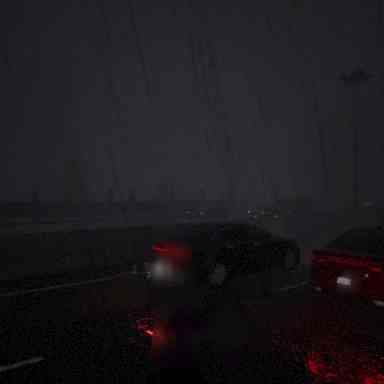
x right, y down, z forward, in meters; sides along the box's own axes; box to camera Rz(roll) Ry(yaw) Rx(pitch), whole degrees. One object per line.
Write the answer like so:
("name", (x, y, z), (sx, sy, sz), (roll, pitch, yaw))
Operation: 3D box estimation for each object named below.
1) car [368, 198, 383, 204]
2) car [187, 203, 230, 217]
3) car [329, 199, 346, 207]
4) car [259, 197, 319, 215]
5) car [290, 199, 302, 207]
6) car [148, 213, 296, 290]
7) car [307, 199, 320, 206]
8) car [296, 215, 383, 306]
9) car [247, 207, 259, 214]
("car", (43.795, 2.077, 79.253), (1.994, 1.385, 4.181), (0, -1, 3))
("car", (1.579, 1.734, 29.501), (1.812, 1.442, 4.674), (0, -1, 41))
("car", (26.870, 2.154, 62.250), (1.895, 1.301, 4.718), (0, -1, 16))
("car", (7.706, 1.413, 25.847), (2.150, 2.045, 5.566), (0, -1, 40))
("car", (20.584, 2.137, 65.879), (1.812, 1.442, 4.674), (0, -1, 13))
("car", (1.108, 1.559, 9.331), (4.892, 1.490, 1.837), (0, 0, -39))
("car", (24.360, 2.147, 66.817), (1.895, 1.301, 4.718), (0, -1, 13))
("car", (4.726, 1.529, 7.825), (5.008, 1.535, 1.882), (0, 0, -40))
("car", (6.900, 1.830, 30.374), (1.895, 1.301, 4.718), (0, -1, 38))
